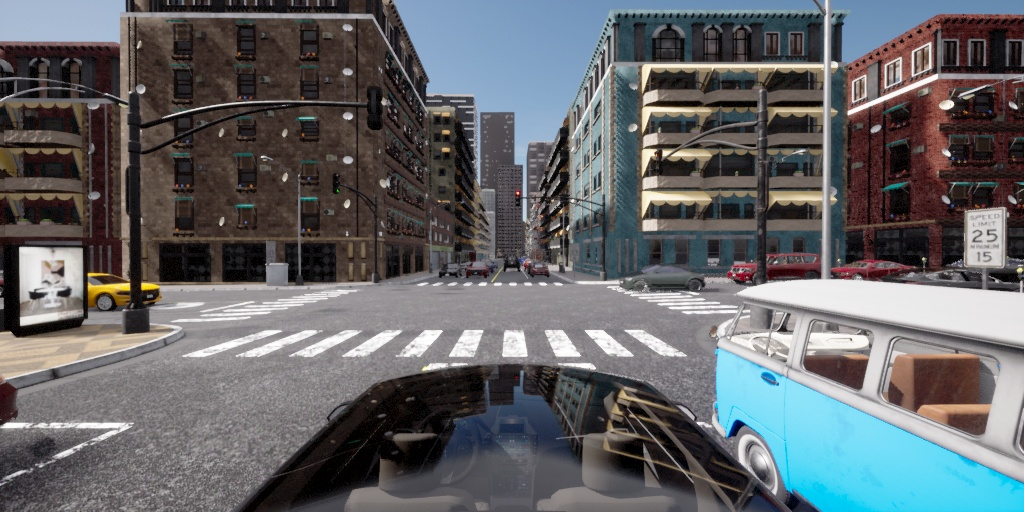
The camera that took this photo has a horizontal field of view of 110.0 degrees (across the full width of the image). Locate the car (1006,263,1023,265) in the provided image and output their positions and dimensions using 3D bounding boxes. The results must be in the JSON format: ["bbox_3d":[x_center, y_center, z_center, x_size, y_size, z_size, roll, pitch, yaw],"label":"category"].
[{"bbox_3d":[21.336,1.033,13.022,4.207,1.307,1.802,0,0,-1],"label":"car"}]

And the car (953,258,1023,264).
[{"bbox_3d":[24.773,0.847,18.841,4.902,1.511,2.128,-1,0,-1],"label":"car"}]

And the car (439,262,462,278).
[{"bbox_3d":[-5.770,1.319,34.150,1.948,1.339,4.313,0,0,0],"label":"car"}]

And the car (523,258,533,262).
[{"bbox_3d":[2.571,1.305,50.728,1.888,1.381,4.507,0,0,0],"label":"car"}]

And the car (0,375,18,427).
[{"bbox_3d":[-5.692,1.332,1.745,1.802,1.307,4.207,0,0,0],"label":"car"}]

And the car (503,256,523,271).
[{"bbox_3d":[-0.012,0.980,48.471,2.150,2.045,5.566,0,0,0],"label":"car"}]

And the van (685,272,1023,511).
[{"bbox_3d":[2.689,1.091,1.764,1.690,1.789,3.998,0,0,0],"label":"van"}]

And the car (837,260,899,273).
[{"bbox_3d":[21.295,0.930,21.403,4.507,1.381,1.888,0,0,-1],"label":"car"}]

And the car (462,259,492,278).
[{"bbox_3d":[-3.177,1.230,33.857,1.882,1.535,5.008,0,0,0],"label":"car"}]

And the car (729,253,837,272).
[{"bbox_3d":[15.725,0.781,21.349,5.009,1.841,2.192,0,0,-1],"label":"car"}]

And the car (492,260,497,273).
[{"bbox_3d":[-3.196,1.108,43.037,2.097,1.767,4.553,0,0,0],"label":"car"}]

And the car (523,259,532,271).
[{"bbox_3d":[2.598,1.320,39.681,1.948,1.339,4.313,0,0,0],"label":"car"}]

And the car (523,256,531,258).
[{"bbox_3d":[2.998,1.226,64.917,1.801,1.575,5.366,0,0,0],"label":"car"}]

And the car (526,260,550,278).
[{"bbox_3d":[2.611,1.335,34.158,1.802,1.307,4.207,0,0,0],"label":"car"}]

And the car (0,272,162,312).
[{"bbox_3d":[-17.910,1.478,15.230,5.008,1.535,1.882,-1,0,-1],"label":"car"}]

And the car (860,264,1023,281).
[{"bbox_3d":[15.766,1.097,12.969,4.313,1.339,1.948,0,0,-1],"label":"car"}]

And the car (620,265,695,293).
[{"bbox_3d":[7.951,1.180,19.171,4.181,1.385,1.994,-2,0,7],"label":"car"}]
